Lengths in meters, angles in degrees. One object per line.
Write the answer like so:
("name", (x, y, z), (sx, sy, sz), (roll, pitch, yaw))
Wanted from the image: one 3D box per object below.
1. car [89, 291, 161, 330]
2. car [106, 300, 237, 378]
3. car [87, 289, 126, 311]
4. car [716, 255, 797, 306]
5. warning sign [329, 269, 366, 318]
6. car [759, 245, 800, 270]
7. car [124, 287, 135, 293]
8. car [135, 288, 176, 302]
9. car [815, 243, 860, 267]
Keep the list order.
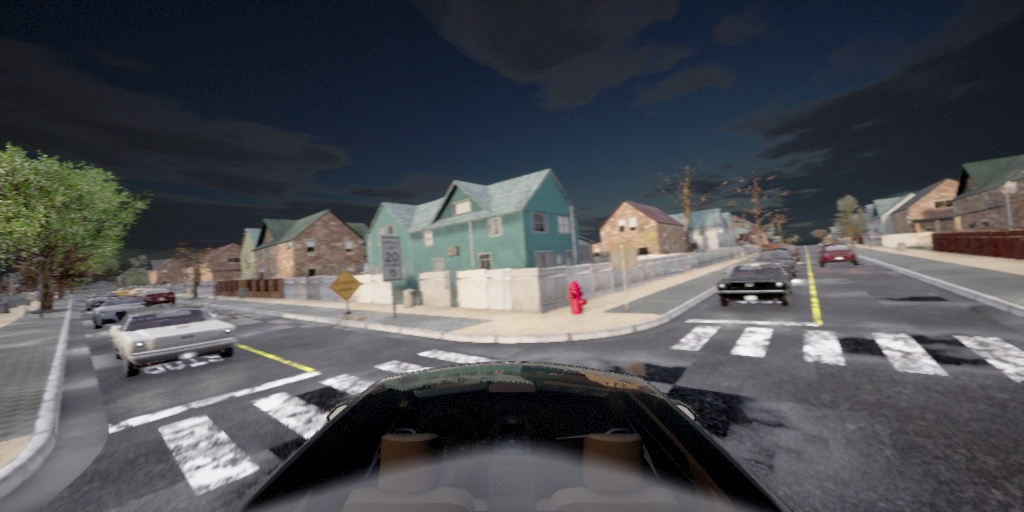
("car", (-19.316, 2.716, 17.854), (4.181, 1.385, 1.994), (-4, -1, 39))
("car", (-8.797, 1.989, 9.235), (4.718, 1.301, 1.895), (-4, -1, 39))
("car", (-35.432, 3.897, 31.173), (4.181, 1.385, 1.994), (-4, -1, 39))
("car", (8.514, 0.869, 12.475), (1.895, 1.301, 4.718), (-6, -1, 39))
("warning sign", (-6.569, 1.452, 14.363), (1.060, 1.860, 1.300), (0, 0, 39))
("car", (15.067, 0.363, 20.527), (1.837, 1.490, 4.892), (-6, -1, 39))
("car", (-38.010, 4.056, 36.844), (5.008, 1.535, 1.882), (-4, -1, 39))
("car", (-30.207, 3.485, 30.512), (5.008, 1.535, 1.882), (-4, -1, 40))
("car", (21.777, -0.118, 24.102), (1.812, 1.442, 4.674), (-6, -1, 39))
